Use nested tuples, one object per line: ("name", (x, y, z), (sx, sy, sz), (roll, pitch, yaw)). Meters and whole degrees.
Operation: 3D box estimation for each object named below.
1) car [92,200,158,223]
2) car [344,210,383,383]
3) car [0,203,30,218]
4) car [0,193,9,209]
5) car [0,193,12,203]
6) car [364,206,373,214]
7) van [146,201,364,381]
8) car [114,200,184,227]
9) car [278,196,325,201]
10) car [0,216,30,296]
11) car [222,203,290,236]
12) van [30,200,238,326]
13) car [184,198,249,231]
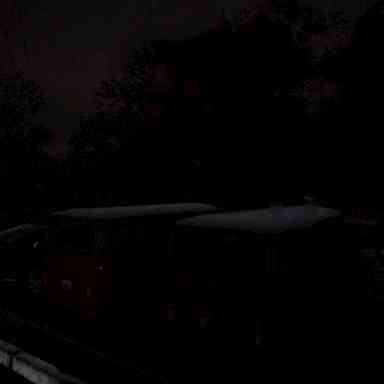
("car", (-5.129, 1.455, 26.142), (2.231, 1.521, 4.892), (0, 0, 35))
("car", (3.682, 1.251, 3.912), (2.435, 2.045, 5.566), (0, 0, 35))
("car", (-5.457, 1.348, 10.412), (2.185, 1.767, 4.553), (0, 0, 35))
("car", (-25.778, 1.138, 40.626), (2.435, 2.045, 5.566), (0, 0, 35))
("car", (-10.077, 1.209, 13.589), (2.435, 2.045, 5.566), (0, 0, 35))
("car", (8.598, 1.493, 16.707), (1.946, 1.575, 5.366), (0, 0, 35))
("van", (1.471, 1.270, 5.644), (1.878, 1.987, 4.442), (0, 0, 35))
("car", (-2.967, 1.458, 24.388), (1.946, 1.575, 5.366), (0, 0, 35))
("car", (6.237, 1.238, 18.175), (2.435, 2.045, 5.566), (0, 0, 35))
("car", (-3.186, 1.482, 8.769), (2.231, 1.521, 4.892), (0, 0, 35))
("car", (3.934, 1.511, 19.725), (2.163, 1.488, 4.792), (0, 0, 35))
("van", (-0.822, 1.262, 7.256), (1.878, 1.987, 4.442), (0, 0, 35))
("car", (1.697, 1.349, 21.372), (2.185, 1.767, 4.553), (0, 0, 35))
